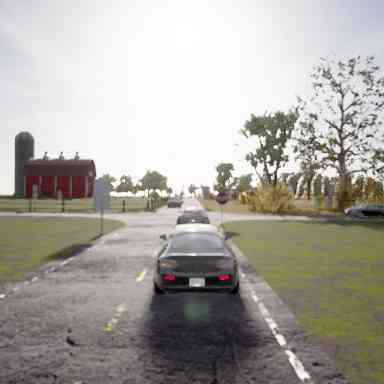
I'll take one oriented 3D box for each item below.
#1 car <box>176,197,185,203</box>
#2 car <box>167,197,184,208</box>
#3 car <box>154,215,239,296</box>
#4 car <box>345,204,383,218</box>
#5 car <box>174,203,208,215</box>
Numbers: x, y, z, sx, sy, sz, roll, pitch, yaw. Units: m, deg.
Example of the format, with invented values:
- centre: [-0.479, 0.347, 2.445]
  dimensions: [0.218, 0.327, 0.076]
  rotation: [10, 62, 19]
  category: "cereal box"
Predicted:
- centre: [-2.735, 1.917, 83.085]
  dimensions: [2.033, 1.411, 5.357]
  rotation: [0, 0, 0]
  category: "car"
- centre: [-2.824, 1.584, 52.848]
  dimensions: [2.097, 1.767, 4.553]
  rotation: [0, 0, 0]
  category: "car"
- centre: [0.102, 1.559, 8.638]
  dimensions: [1.812, 1.442, 4.674]
  rotation: [0, 0, 0]
  category: "car"
- centre: [18.580, 1.954, 34.776]
  dimensions: [4.902, 1.511, 2.128]
  rotation: [1, -1, 0]
  category: "car"
- centre: [0.095, 1.649, 21.359]
  dimensions: [1.994, 1.385, 4.181]
  rotation: [0, 0, 1]
  category: "car"
